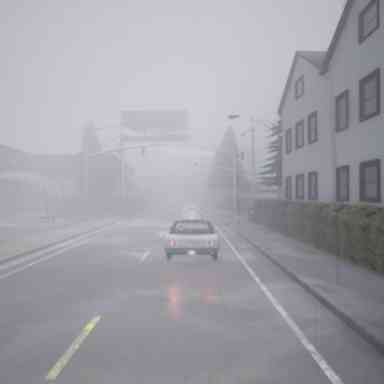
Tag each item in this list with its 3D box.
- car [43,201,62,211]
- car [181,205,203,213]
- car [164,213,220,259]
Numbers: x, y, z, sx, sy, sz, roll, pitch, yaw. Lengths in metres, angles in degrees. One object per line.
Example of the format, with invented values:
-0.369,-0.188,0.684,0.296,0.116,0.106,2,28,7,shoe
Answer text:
-22.205,2.270,55.014,4.611,1.667,2.242,0,-1,0,car
0.005,1.841,28.876,1.812,1.442,4.674,0,0,0,car
0.009,1.746,13.230,1.895,1.301,4.718,0,-1,0,car
